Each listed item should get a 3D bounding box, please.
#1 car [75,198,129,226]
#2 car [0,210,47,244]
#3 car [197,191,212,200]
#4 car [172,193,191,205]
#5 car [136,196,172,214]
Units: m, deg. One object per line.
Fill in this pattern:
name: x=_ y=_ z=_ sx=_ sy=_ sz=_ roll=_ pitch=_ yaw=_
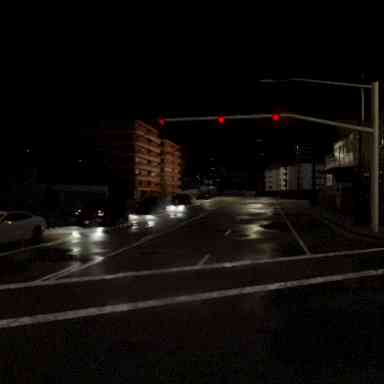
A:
car: x=-6.040 y=1.263 z=22.765 sx=2.097 sy=1.767 sz=4.553 roll=0 pitch=1 yaw=12
car: x=-8.007 y=1.490 z=13.790 sx=1.812 sy=1.442 sz=4.674 roll=0 pitch=0 yaw=12
car: x=2.322 y=0.674 z=60.372 sx=2.097 sy=1.767 sz=4.553 roll=0 pitch=0 yaw=12
car: x=-1.356 y=0.920 z=44.034 sx=2.128 sy=1.511 sz=4.902 roll=0 pitch=1 yaw=13
car: x=-3.856 y=1.205 z=32.687 sx=1.882 sy=1.535 sz=5.008 roll=0 pitch=1 yaw=12
